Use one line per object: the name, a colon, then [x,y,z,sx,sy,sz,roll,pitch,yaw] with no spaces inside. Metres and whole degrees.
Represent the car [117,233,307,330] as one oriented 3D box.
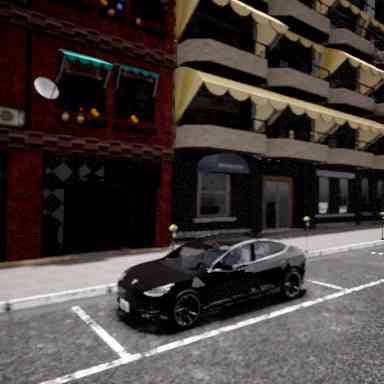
car: [0.621,1.591,6.989,4.313,1.339,1.947,0,1,-35]
